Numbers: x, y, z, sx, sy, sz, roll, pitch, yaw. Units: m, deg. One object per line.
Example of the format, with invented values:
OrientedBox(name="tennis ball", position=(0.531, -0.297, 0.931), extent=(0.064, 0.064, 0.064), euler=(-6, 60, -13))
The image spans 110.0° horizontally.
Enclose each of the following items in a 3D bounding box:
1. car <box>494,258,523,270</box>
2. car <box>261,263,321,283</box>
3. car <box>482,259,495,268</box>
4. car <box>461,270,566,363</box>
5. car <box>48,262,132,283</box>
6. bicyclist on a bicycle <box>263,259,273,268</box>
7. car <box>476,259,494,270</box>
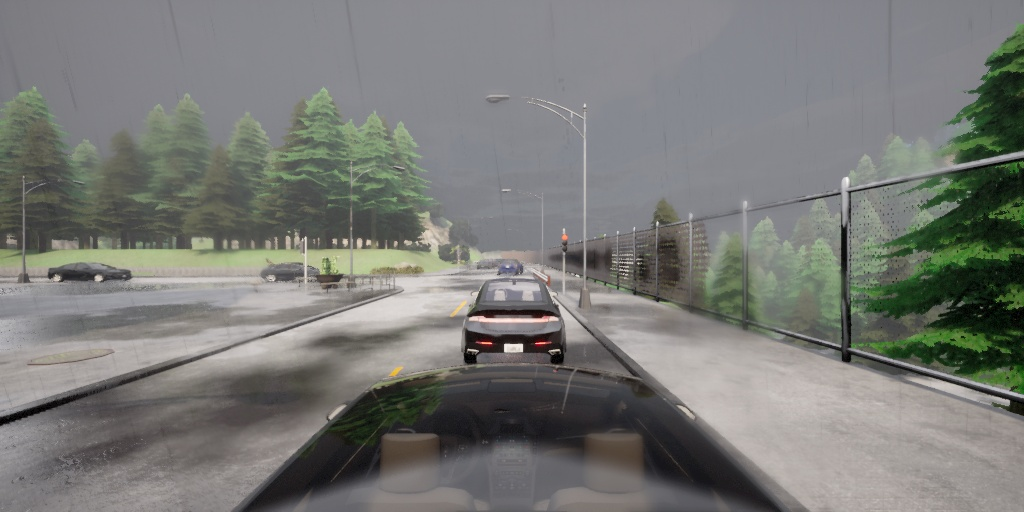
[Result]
OrientedBox(name="car", position=(-0.127, 1.102, 37.790), extent=(2.097, 1.767, 4.553), euler=(0, 0, 9))
OrientedBox(name="car", position=(-16.228, 1.255, 27.161), extent=(4.892, 1.490, 1.837), euler=(0, 0, 0))
OrientedBox(name="car", position=(-4.056, 1.228, 62.024), extent=(1.882, 1.535, 5.008), euler=(0, 0, 0))
OrientedBox(name="car", position=(0.048, 1.241, 8.081), extent=(2.128, 1.511, 4.902), euler=(0, 0, 1))
OrientedBox(name="car", position=(-31.871, 1.228, 27.177), extent=(5.008, 1.535, 1.882), euler=(1, 0, 0))
OrientedBox(name="bicyclist on a bicycle", position=(-24.148, 1.099, 35.566), extent=(0.582, 1.620, 1.656), euler=(0, 0, 0))
OrientedBox(name="car", position=(-4.084, 1.255, 52.501), extent=(1.837, 1.490, 4.892), euler=(0, 0, 0))
